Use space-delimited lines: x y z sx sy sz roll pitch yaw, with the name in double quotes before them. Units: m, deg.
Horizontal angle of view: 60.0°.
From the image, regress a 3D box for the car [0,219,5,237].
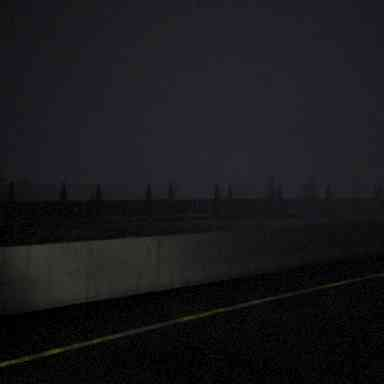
"car" -10.326 1.298 13.601 4.553 1.767 2.097 0 0 -35
